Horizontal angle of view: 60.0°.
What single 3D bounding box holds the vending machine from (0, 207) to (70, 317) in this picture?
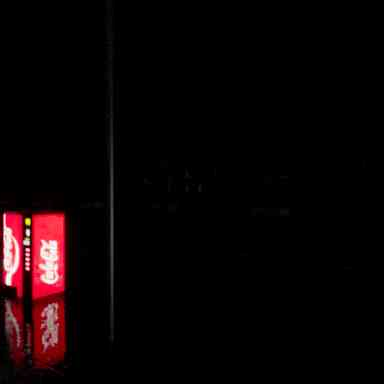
[{"bbox_3d":[-3.416,1.415,7.241,0.880,2.100,1.100,0,0,35],"label":"vending machine"}]
